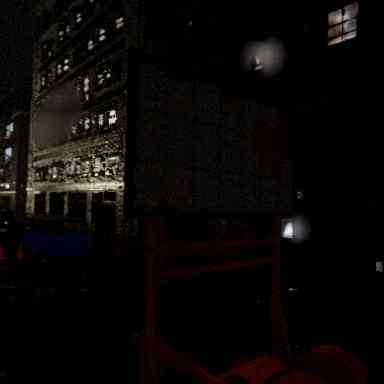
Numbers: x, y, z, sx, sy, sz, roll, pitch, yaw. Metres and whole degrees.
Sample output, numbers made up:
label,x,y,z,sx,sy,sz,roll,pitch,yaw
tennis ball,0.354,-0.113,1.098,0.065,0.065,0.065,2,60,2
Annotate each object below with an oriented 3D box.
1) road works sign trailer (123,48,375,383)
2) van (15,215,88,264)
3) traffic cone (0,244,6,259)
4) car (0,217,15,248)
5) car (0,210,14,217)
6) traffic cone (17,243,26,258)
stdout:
label,x,y,z,sx,sy,sz,roll,pitch,yaw
road works sign trailer,0.213,0.646,3.503,2.380,3.560,2.880,4,-4,-42
van,-5.905,1.890,14.099,1.690,1.788,3.998,3,-3,-42
traffic cone,-7.862,2.445,13.665,0.340,0.580,0.340,4,-4,-42
car,-9.684,2.250,18.309,1.802,1.307,4.206,3,-3,-42
car,-13.458,2.102,22.538,2.192,1.841,5.009,3,-3,-42
traffic cone,-7.275,2.479,14.174,0.340,0.580,0.340,-1,-3,38
